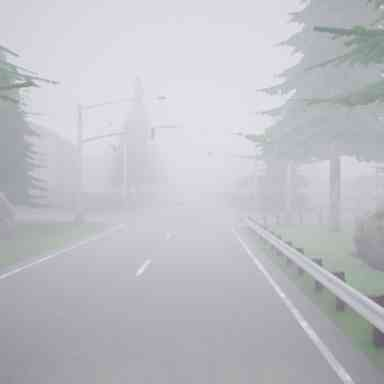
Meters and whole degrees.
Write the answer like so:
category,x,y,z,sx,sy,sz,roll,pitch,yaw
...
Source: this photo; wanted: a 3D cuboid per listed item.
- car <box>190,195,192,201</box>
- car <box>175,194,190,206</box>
category,x,y,z,sx,sy,sz,roll,pitch,yaw
car,-1.096,1.221,70.199,2.097,1.767,4.553,0,0,2
car,-1.710,1.492,54.249,1.812,1.442,4.674,0,0,2
